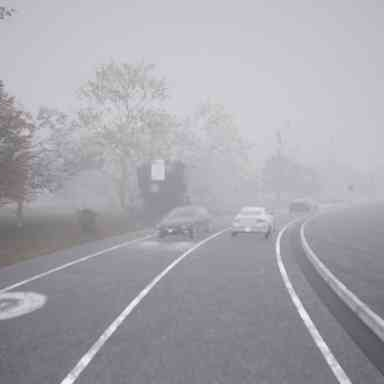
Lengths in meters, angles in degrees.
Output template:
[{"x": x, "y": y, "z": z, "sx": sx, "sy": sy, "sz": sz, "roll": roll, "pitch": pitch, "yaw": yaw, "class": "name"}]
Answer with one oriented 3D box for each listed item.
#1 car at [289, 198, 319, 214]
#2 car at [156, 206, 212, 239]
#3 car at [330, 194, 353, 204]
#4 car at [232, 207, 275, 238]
[{"x": 11.348, "y": 1.337, "z": 33.612, "sx": 1.882, "sy": 1.535, "sz": 5.008, "roll": -4, "pitch": -1, "yaw": 34, "class": "car"}, {"x": -0.283, "y": 1.539, "z": 17.606, "sx": 1.837, "sy": 1.490, "sz": 4.892, "roll": -2, "pitch": -1, "yaw": 18, "class": "car"}, {"x": 23.397, "y": 1.043, "z": 52.203, "sx": 4.718, "sy": 1.301, "sz": 1.895, "roll": -4, "pitch": -1, "yaw": -44, "class": "car"}, {"x": 3.265, "y": 1.489, "z": 17.447, "sx": 1.812, "sy": 1.442, "sz": 4.674, "roll": -1, "pitch": 0, "yaw": 18, "class": "car"}]
